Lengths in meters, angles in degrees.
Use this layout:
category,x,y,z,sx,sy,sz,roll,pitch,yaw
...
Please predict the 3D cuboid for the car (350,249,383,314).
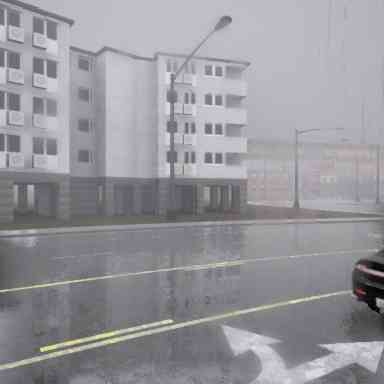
category,x,y,z,sx,sy,sz,roll,pitch,yaw
car,5.130,1.491,6.028,4.902,1.511,2.128,0,0,-25
